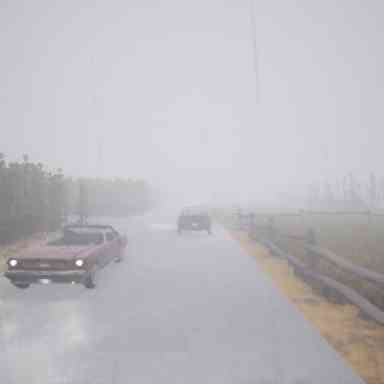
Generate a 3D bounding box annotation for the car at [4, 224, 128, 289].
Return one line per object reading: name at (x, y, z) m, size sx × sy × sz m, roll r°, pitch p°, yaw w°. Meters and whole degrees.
car at (-3.161, 1.632, 9.398) m, size 1.895 × 1.301 × 4.718 m, roll 0°, pitch 0°, yaw 0°

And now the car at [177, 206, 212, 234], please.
car at (0.126, 1.544, 19.618) m, size 1.882 × 1.535 × 5.008 m, roll 0°, pitch 0°, yaw 0°
